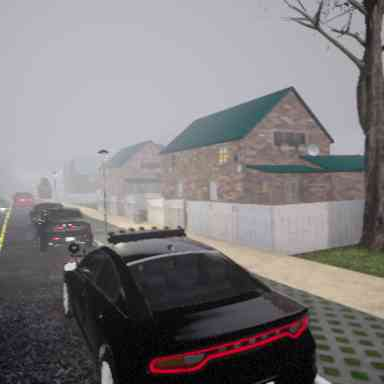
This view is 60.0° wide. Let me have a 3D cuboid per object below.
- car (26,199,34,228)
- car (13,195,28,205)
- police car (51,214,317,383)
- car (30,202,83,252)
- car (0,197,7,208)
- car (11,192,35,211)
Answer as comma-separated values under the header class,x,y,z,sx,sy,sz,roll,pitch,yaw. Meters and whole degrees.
class,x,y,z,sx,sy,sz,roll,pitch,yaw
car,-8.162,1.352,18.865,1.837,1.490,4.892,-2,1,-28
car,-28.432,1.335,55.130,2.033,1.411,5.357,-2,1,-28
police car,-0.685,1.335,4.841,1.930,1.638,5.238,-2,1,-28
car,-5.338,1.374,13.570,1.837,1.490,4.892,-2,1,-28
car,-26.349,1.451,45.383,1.994,1.385,4.181,-2,1,-28
car,-19.413,1.033,38.266,2.150,2.045,5.566,-2,1,-27
